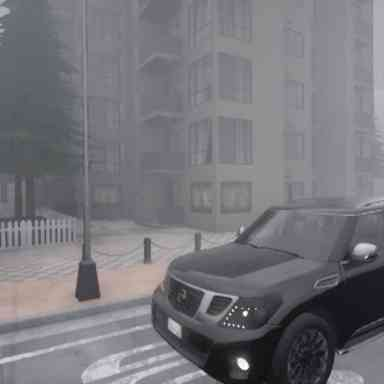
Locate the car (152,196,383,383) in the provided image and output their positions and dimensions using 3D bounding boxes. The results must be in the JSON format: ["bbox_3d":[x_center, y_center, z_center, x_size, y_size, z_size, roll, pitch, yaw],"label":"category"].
[{"bbox_3d":[2.151,1.141,5.266,5.566,2.045,2.150,-2,1,-31],"label":"car"}]
